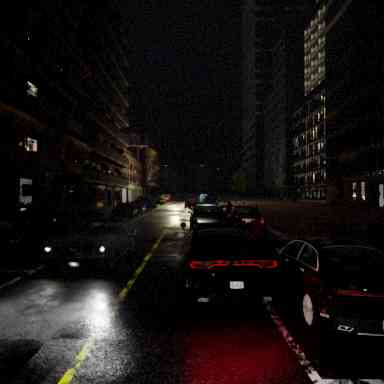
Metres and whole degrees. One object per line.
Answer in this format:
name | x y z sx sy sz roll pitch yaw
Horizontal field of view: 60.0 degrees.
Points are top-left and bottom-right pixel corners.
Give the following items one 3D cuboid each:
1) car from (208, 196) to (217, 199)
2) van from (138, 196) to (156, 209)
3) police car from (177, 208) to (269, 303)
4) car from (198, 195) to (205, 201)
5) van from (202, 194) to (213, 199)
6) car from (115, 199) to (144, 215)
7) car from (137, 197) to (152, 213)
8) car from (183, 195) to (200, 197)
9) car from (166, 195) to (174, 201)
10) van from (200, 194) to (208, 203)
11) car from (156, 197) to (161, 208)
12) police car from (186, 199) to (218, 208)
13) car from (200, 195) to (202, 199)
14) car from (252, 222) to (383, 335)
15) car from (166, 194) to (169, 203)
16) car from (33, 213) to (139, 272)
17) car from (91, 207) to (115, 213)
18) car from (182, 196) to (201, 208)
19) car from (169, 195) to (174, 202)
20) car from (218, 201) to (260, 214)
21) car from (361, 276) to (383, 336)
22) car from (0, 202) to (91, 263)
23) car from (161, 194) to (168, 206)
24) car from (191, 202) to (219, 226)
car | 2.650 1.450 28.916 1.967 1.590 4.097 1 0 0
van | -5.749 1.356 40.041 1.690 1.788 3.998 1 0 0
police car | 0.669 1.427 8.415 1.930 1.638 5.238 0 0 -3
car | 2.535 1.569 90.351 1.752 1.417 4.829 1 0 0
van | 2.621 1.358 45.625 1.690 1.788 3.998 1 0 0
car | -5.732 1.575 28.901 1.947 1.339 4.313 1 0 0
car | -5.743 1.563 34.470 2.008 1.369 4.403 1 0 0
car | -0.102 1.500 55.729 1.882 1.535 5.008 0 0 0
car | -5.845 1.588 90.167 1.887 1.381 4.507 1 0 0
van | 2.569 1.373 73.473 1.690 1.788 3.998 1 0 0
car | -5.762 1.543 45.440 1.752 1.417 4.829 1 0 0
police car | 0.799 1.431 18.417 1.930 1.638 5.238 0 0 -1
car | 2.596 1.605 56.763 1.802 1.307 4.206 1 0 0
car | 2.689 1.553 6.636 2.008 1.369 4.403 1 0 0
car | -5.793 1.551 62.149 1.752 1.417 4.829 1 0 0
car | -3.121 1.604 11.003 1.895 1.301 4.718 0 0 0
car | -5.712 1.550 17.761 1.887 1.381 4.507 1 0 0
car | -0.064 1.618 45.810 1.895 1.301 4.718 0 0 0
car | -5.811 1.347 73.458 2.192 1.841 5.009 1 0 0
car | 2.670 1.445 17.775 1.967 1.590 4.097 1 0 0
car | 2.699 1.551 1.068 2.008 1.369 4.403 1 0 0
car | -5.698 1.319 12.191 2.192 1.841 5.009 1 0 0
car | -5.783 1.573 56.748 2.008 1.369 4.403 1 0 0
car | 0.855 1.513 24.320 1.837 1.490 4.892 0 0 0
